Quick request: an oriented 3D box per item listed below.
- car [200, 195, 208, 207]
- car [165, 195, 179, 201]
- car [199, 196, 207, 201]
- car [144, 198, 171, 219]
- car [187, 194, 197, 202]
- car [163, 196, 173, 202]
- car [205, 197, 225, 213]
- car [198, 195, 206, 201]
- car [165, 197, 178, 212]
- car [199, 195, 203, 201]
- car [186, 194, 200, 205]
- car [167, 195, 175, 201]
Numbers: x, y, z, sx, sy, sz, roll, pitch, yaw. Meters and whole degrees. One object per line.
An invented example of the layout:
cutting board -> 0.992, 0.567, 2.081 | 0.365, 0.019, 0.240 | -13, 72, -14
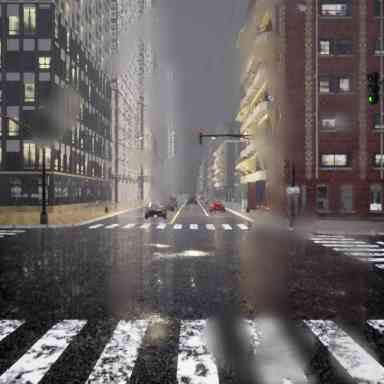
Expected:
car -> 2.688, 1.567, 50.170 | 2.008, 1.369, 4.403 | 0, 0, 0
car -> -3.057, 1.521, 49.954 | 1.837, 1.490, 4.892 | 0, 0, 0
car -> 2.684, 1.626, 84.061 | 1.802, 1.307, 4.206 | 0, 0, 0
car -> -3.120, 1.553, 29.519 | 2.033, 1.411, 5.357 | 0, 0, -4
car -> -0.004, 1.218, 69.824 | 2.097, 1.767, 4.553 | 0, 0, 0
car -> -5.695, 1.589, 78.412 | 2.008, 1.369, 4.403 | 0, 0, 0
car -> 2.739, 1.591, 37.253 | 1.802, 1.307, 4.206 | 0, 0, 0
car -> 2.684, 1.491, 89.710 | 1.967, 1.590, 4.097 | 0, 0, 0
car -> -3.085, 1.574, 39.539 | 1.994, 1.385, 4.181 | 0, 0, 1
car -> 2.688, 1.571, 55.818 | 2.008, 1.369, 4.403 | 0, 0, 0
car -> -0.003, 1.548, 59.851 | 1.812, 1.442, 4.674 | 0, 0, 0
car -> -5.697, 1.595, 89.709 | 1.887, 1.381, 4.507 | 0, 0, 0
